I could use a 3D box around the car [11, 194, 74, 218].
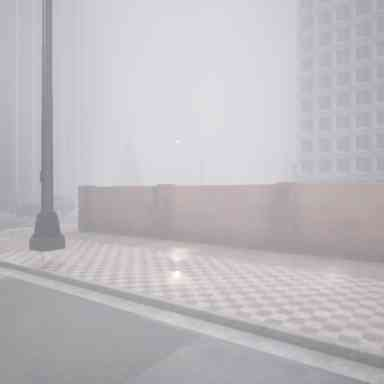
[{"bbox_3d":[-13.779,1.234,31.164,2.150,2.045,5.566,0,0,35],"label":"car"}]
